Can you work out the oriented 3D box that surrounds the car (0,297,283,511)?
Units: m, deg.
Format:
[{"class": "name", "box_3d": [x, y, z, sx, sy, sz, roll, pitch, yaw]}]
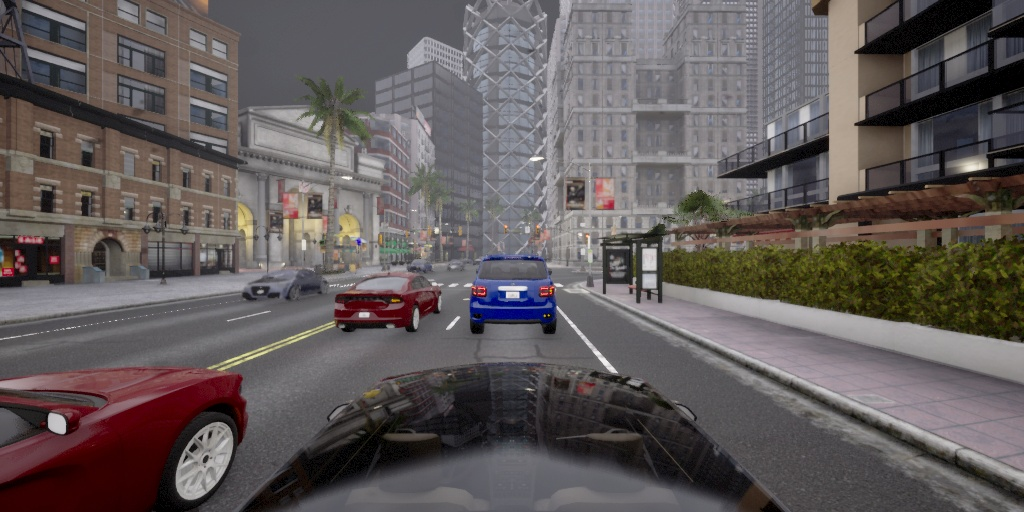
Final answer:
[{"class": "car", "box_3d": [-3.390, 1.228, 1.294, 1.882, 1.535, 5.008, 0, 0, 0]}]

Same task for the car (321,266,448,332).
[{"class": "car", "box_3d": [-3.441, 1.228, 10.873, 1.882, 1.535, 5.008, 0, 0, 0]}]

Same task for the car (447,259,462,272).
[{"class": "car", "box_3d": [-7.089, 1.241, 45.764, 2.128, 1.511, 4.902, 0, 0, 0]}]

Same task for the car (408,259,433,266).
[{"class": "car", "box_3d": [-10.591, 1.102, 41.417, 2.097, 1.767, 4.553, 0, 0, 0]}]

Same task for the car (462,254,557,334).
[{"class": "car", "box_3d": [0.054, 0.971, 10.763, 2.150, 2.045, 5.566, 0, 0, 1]}]

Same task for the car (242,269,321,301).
[{"class": "car", "box_3d": [-10.596, 1.314, 17.093, 1.994, 1.385, 4.181, 0, 0, 0]}]
